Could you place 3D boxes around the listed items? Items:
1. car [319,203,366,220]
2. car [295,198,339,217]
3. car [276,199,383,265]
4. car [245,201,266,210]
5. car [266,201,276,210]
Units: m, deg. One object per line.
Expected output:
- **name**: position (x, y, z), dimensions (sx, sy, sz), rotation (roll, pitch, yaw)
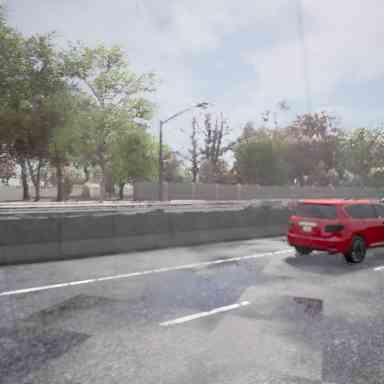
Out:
- **car**: position (14.243, 1.783, 31.345), dimensions (4.718, 1.301, 1.895), rotation (0, 0, -35)
- **car**: position (13.084, 1.541, 34.811), dimensions (4.553, 1.767, 2.097), rotation (0, 0, -35)
- **car**: position (5.890, 1.291, 12.249), dimensions (5.566, 2.045, 2.150), rotation (0, 0, -35)
- **car**: position (8.357, 1.746, 39.838), dimensions (4.181, 1.385, 1.994), rotation (0, 0, -37)
- **car**: position (10.878, 1.713, 37.538), dimensions (4.674, 1.442, 1.812), rotation (0, 0, -35)
